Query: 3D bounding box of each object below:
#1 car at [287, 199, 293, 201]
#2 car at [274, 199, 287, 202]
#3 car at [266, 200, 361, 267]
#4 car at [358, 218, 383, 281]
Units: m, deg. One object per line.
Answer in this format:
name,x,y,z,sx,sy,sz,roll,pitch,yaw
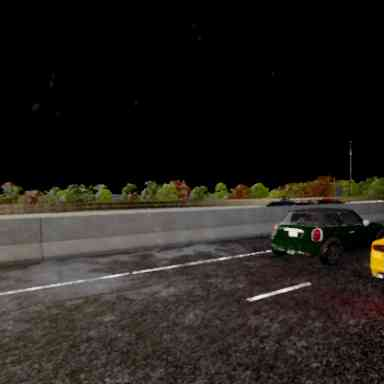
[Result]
car,12.125,1.440,34.097,4.181,1.385,1.994,0,0,-35
car,10.110,1.440,36.958,4.181,1.385,1.994,0,0,-35
car,4.864,1.308,11.521,4.553,1.767,2.097,0,0,-36
car,6.478,1.435,8.373,5.008,1.535,1.882,0,0,-36
